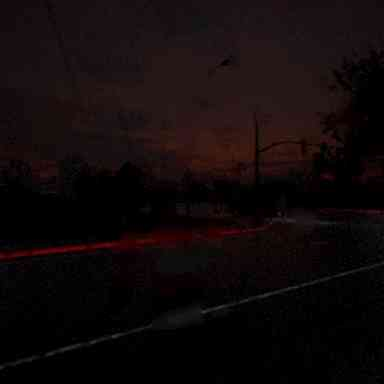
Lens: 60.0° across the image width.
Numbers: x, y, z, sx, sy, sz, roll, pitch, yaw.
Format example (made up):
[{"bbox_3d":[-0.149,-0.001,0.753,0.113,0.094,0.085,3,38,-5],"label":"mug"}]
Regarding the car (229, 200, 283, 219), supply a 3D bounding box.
[{"bbox_3d":[5.247,1.412,27.569,2.128,1.511,4.902,0,1,-39],"label":"car"}]
